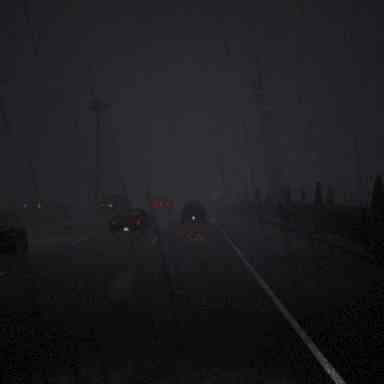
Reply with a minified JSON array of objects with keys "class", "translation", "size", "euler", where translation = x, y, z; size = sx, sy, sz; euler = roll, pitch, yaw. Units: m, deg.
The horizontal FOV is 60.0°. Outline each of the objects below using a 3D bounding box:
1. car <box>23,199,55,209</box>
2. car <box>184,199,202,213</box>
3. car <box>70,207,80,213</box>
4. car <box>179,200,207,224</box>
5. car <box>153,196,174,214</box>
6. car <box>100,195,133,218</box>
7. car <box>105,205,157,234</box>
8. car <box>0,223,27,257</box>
[{"class":"car","translation":[-17.560,1.628,38.382],"size":[2.097,1.767,4.553],"euler":[0,-2,0]},{"class":"car","translation":[0.111,1.844,42.438],"size":[2.097,1.767,4.553],"euler":[0,-3,0]},{"class":"car","translation":[-20.986,3.312,57.470],"size":[2.097,1.767,4.553],"euler":[0,-7,0]},{"class":"car","translation":[0.105,1.541,25.498],"size":[1.837,1.490,4.892],"euler":[0,0,0]},{"class":"car","translation":[-3.390,1.548,39.515],"size":[2.150,2.045,5.566],"euler":[0,-3,0]},{"class":"car","translation":[-6.892,1.283,30.909],"size":[2.150,2.045,5.566],"euler":[0,-1,0]},{"class":"car","translation":[-3.395,1.628,19.381],"size":[1.895,1.301,4.718],"euler":[0,0,0]},{"class":"car","translation":[-6.896,1.506,10.164],"size":[2.128,1.511,4.902],"euler":[0,0,0]}]
